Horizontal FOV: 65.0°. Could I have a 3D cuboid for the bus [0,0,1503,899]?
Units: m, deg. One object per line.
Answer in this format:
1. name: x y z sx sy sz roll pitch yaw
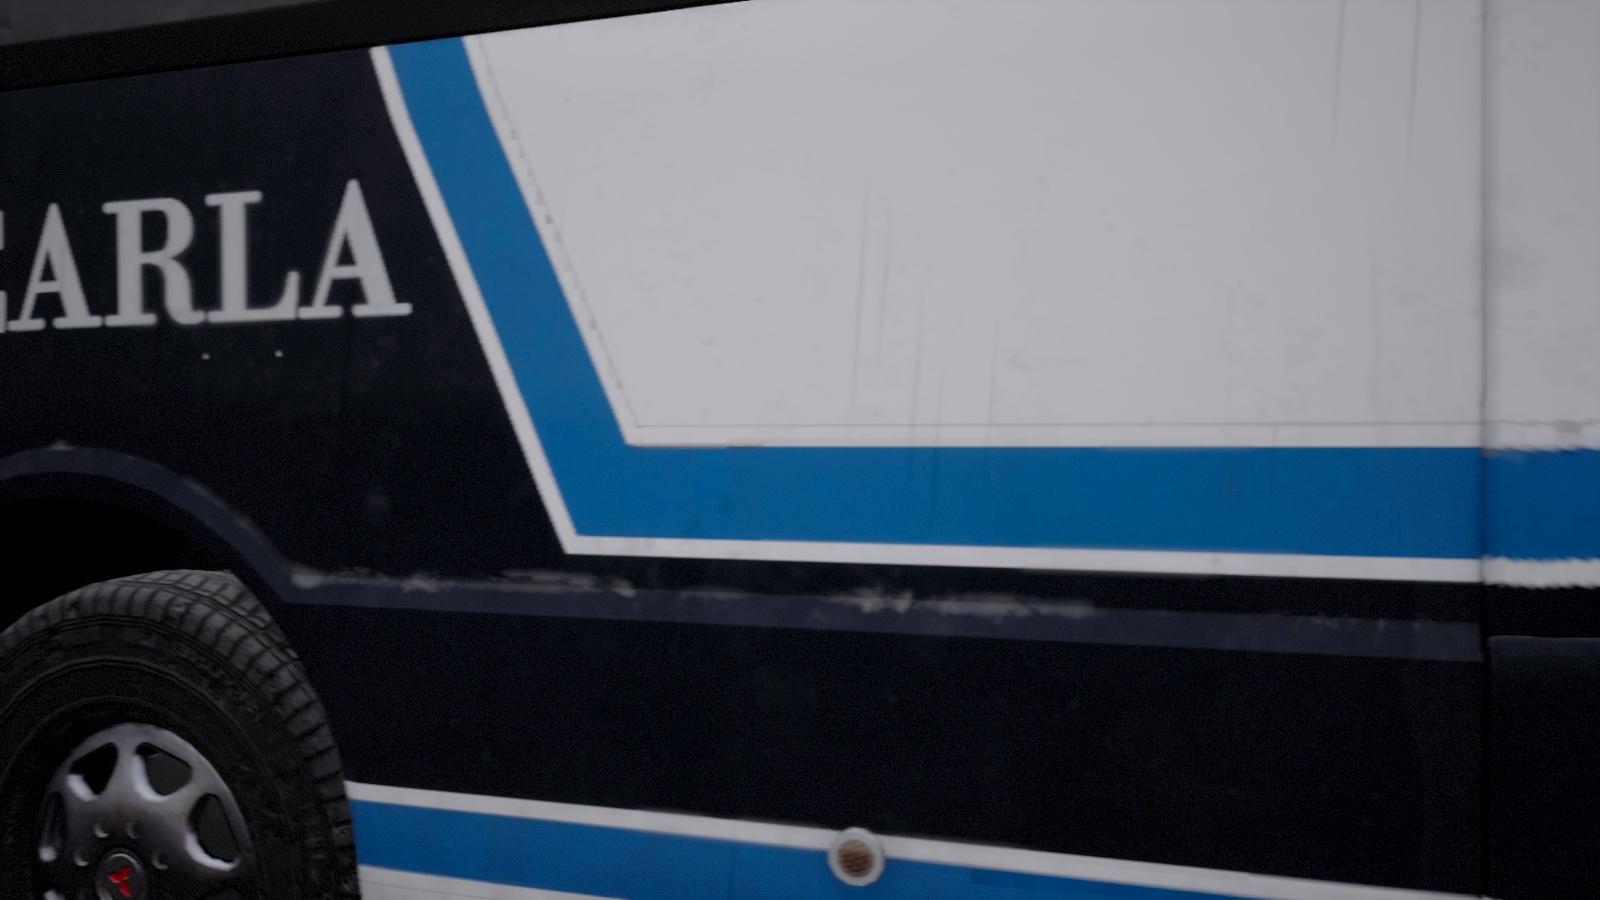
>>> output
1. bus: -3.476 -0.641 4.867 10.273 4.253 3.944 1 1 19
